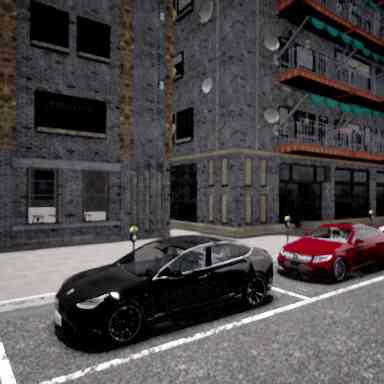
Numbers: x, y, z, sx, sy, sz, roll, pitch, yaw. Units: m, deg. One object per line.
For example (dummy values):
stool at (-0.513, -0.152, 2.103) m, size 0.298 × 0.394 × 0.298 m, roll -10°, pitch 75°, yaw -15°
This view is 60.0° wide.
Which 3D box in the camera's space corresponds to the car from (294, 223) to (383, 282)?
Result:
car at (4.316, 1.576, 9.675) m, size 4.206 × 1.307 × 1.802 m, roll 0°, pitch 0°, yaw -36°

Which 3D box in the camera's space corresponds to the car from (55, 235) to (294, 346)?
car at (-0.281, 1.563, 6.367) m, size 4.313 × 1.339 × 1.947 m, roll 0°, pitch 0°, yaw -36°
